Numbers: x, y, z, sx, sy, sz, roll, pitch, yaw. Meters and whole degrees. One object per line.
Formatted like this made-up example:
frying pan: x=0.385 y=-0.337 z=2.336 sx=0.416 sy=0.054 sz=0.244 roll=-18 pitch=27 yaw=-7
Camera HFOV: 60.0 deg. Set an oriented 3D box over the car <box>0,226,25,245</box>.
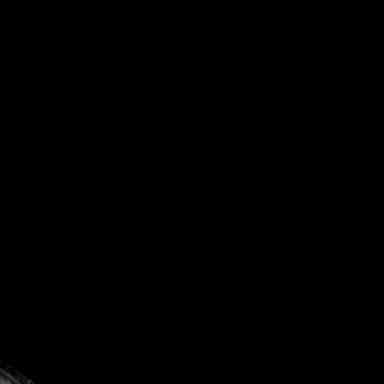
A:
car: x=-11.303 y=2.154 z=17.113 sx=2.231 sy=1.521 sz=4.892 roll=-3 pitch=-2 yaw=44
